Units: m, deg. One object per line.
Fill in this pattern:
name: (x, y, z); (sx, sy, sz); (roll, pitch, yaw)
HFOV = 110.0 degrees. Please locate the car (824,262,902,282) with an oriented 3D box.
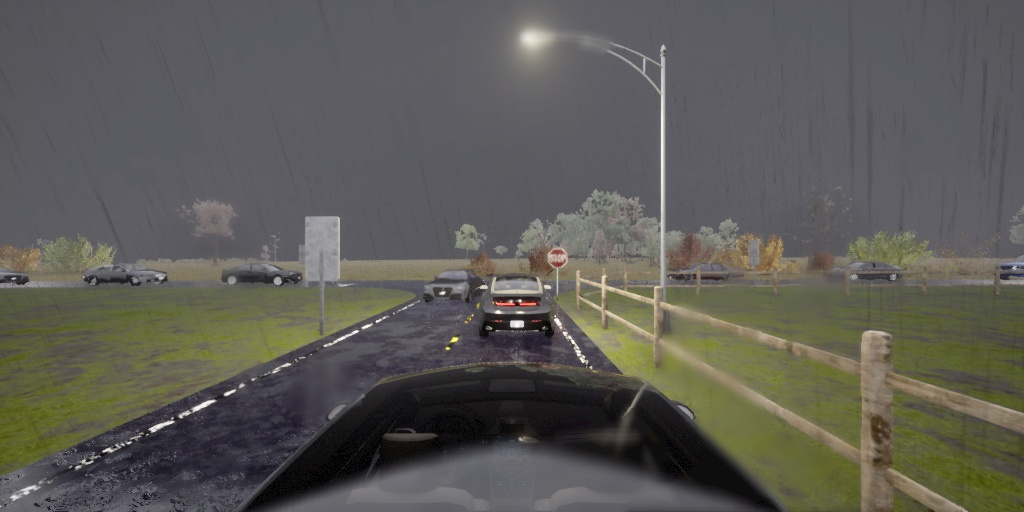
car: (26.964, 1.187, 27.630); (4.892, 1.490, 1.837); (-1, 0, 1)

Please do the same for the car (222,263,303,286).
car: (-17.368, 1.271, 25.093); (5.008, 1.535, 1.882); (0, 0, 1)

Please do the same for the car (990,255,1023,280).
car: (40.528, 0.892, 27.483); (5.566, 2.045, 2.150); (0, 0, 0)

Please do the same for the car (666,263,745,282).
car: (14.937, 1.256, 27.750); (5.357, 1.411, 2.033); (0, 0, 0)

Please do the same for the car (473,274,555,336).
car: (0.112, 1.255, 10.336); (1.837, 1.490, 4.892); (0, 0, 0)

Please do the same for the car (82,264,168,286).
car: (-27.055, 1.313, 25.188); (4.902, 1.511, 2.128); (0, 0, 1)

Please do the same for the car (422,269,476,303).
car: (-2.577, 1.313, 16.495); (1.994, 1.385, 4.181); (0, 0, 7)

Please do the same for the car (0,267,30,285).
car: (-37.071, 1.415, 25.291); (4.181, 1.385, 1.994); (0, 0, 1)
